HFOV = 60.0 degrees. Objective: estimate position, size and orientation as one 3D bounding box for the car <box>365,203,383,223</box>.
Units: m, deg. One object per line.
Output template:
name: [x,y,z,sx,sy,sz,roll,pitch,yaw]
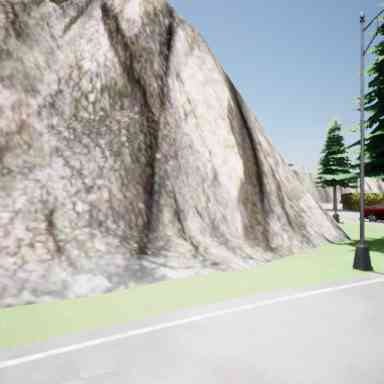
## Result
car: [14.708,1.471,23.482,1.882,1.535,5.008,0,0,-27]
